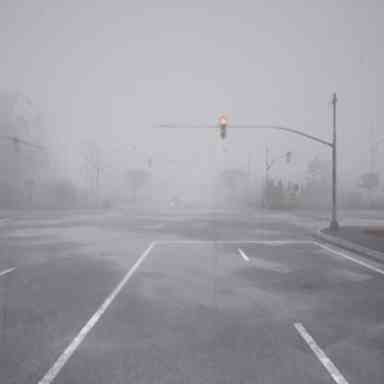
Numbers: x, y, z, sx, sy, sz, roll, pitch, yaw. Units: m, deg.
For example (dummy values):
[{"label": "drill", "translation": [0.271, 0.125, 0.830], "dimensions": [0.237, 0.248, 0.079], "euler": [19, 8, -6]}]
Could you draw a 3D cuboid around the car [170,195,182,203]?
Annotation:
[{"label": "car", "translation": [-3.046, 1.322, 64.025], "dimensions": [1.837, 1.490, 4.892], "euler": [0, 3, 0]}]
